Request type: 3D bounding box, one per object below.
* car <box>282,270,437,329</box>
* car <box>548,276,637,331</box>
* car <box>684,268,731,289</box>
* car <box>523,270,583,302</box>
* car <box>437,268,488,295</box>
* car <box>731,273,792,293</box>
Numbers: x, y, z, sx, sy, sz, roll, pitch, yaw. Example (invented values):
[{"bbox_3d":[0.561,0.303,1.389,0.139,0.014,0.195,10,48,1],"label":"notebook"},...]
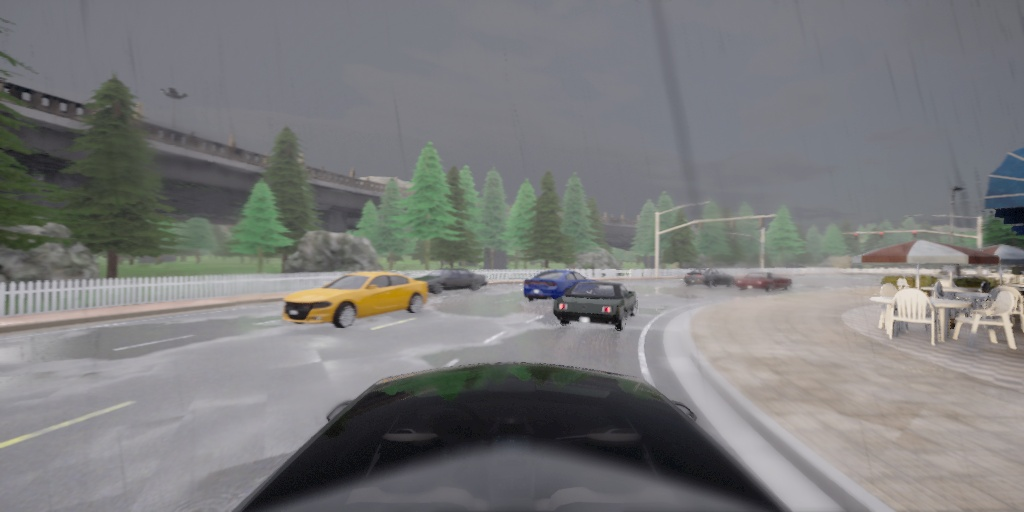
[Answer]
[{"bbox_3d":[-4.798,1.256,11.769,1.882,1.535,5.008,0,-1,23],"label":"car"},{"bbox_3d":[2.949,1.493,11.846,1.895,1.301,4.718,1,-1,25],"label":"car"},{"bbox_3d":[15.377,1.719,27.860,4.902,1.511,2.128,1,-1,-34],"label":"car"},{"bbox_3d":[2.512,1.417,17.430,1.882,1.535,5.008,0,-1,36],"label":"car"},{"bbox_3d":[-3.718,1.433,21.131,2.033,1.411,5.357,0,-1,37],"label":"car"},{"bbox_3d":[17.908,1.842,25.403,4.718,1.301,1.895,1,-1,-33],"label":"car"}]
